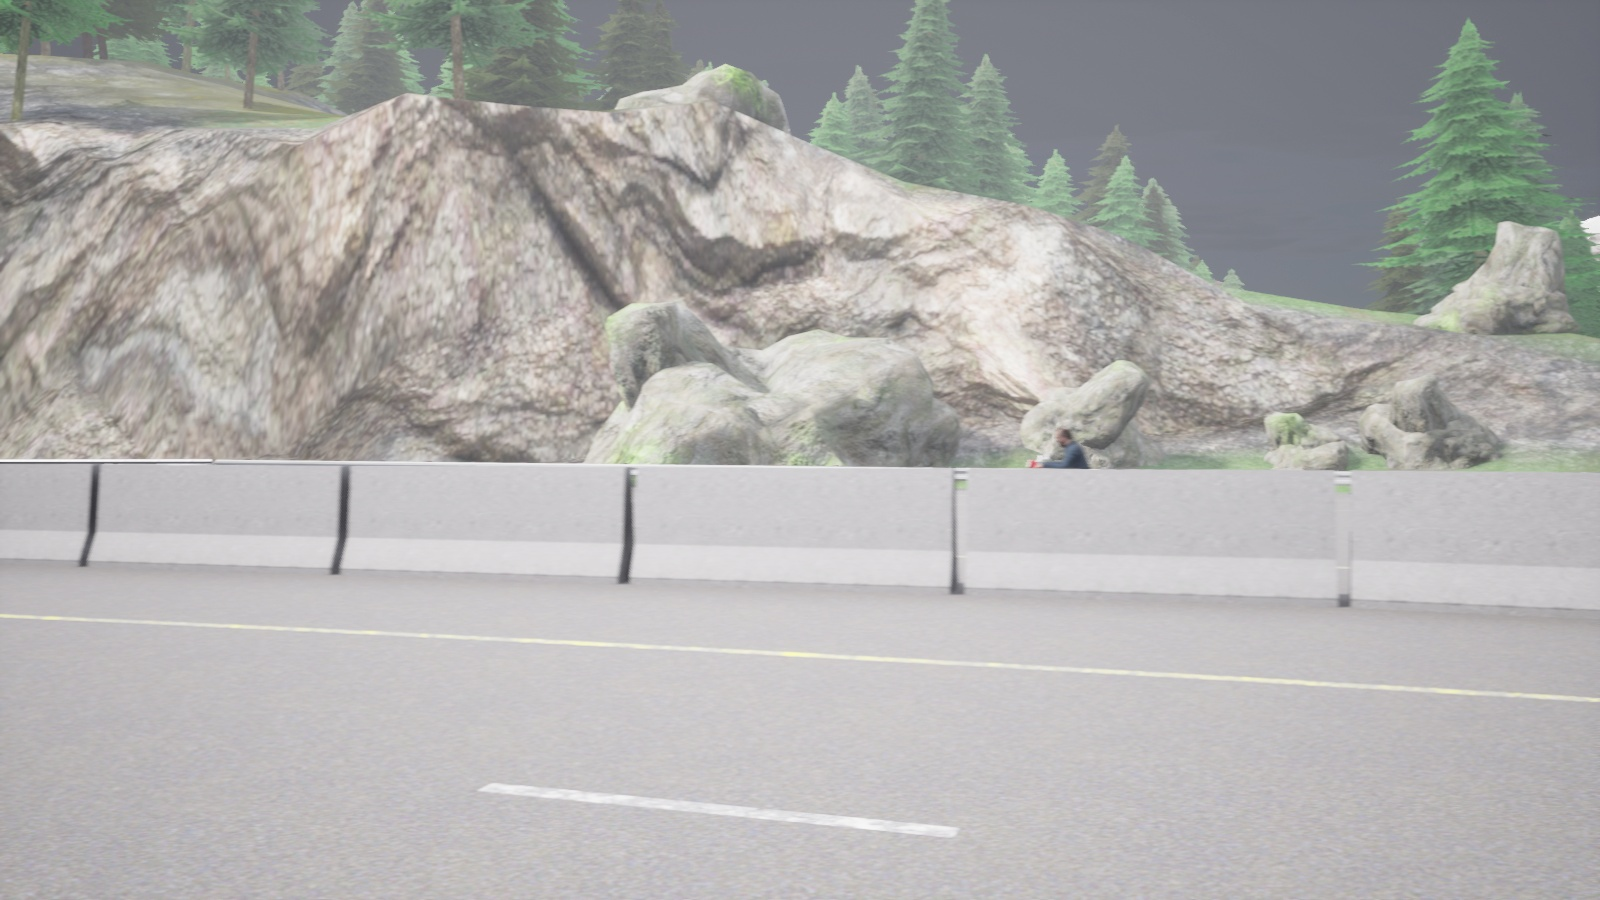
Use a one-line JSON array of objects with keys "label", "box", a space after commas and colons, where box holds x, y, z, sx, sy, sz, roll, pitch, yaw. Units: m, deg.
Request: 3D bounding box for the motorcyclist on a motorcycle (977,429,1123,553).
[{"label": "motorcyclist on a motorcycle", "box": [3.361, 0.517, 16.832, 1.817, 1.590, 0.866, 0, 2, 18]}]
